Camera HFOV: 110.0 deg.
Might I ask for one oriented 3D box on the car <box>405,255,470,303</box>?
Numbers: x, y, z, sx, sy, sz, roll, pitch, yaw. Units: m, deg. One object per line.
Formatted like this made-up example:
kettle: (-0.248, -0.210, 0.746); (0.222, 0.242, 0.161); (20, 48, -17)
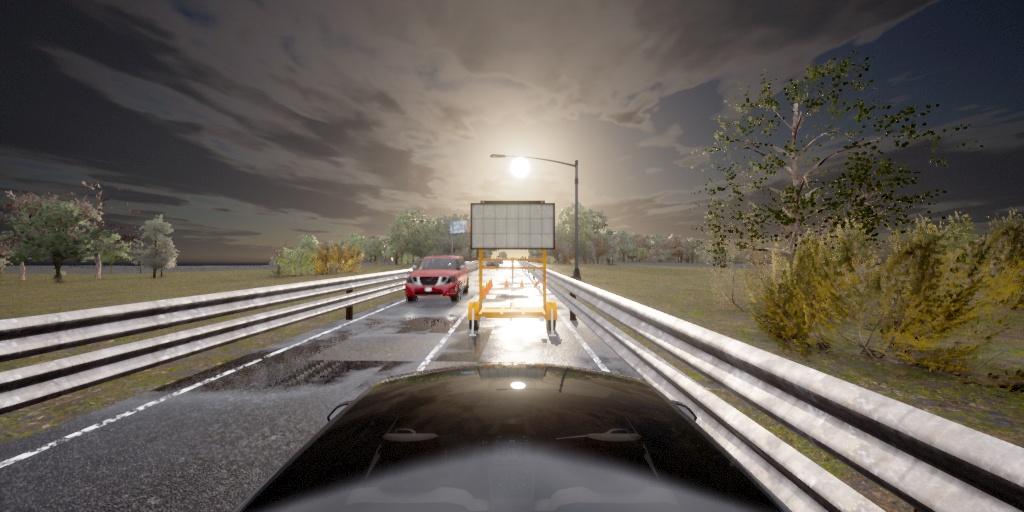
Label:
car: (-3.331, 0.977, 17.057); (2.150, 2.045, 5.566); (0, 0, 0)

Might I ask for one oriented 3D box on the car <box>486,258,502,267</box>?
car: (-3.255, 1.336, 59.916); (1.994, 1.385, 4.181); (0, 0, 0)

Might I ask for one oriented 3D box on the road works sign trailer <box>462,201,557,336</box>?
road works sign trailer: (0.021, 0.218, 10.353); (2.380, 3.560, 2.880); (0, 0, 0)
